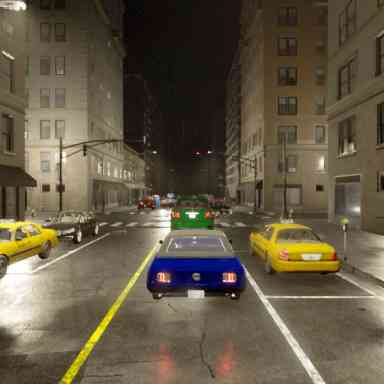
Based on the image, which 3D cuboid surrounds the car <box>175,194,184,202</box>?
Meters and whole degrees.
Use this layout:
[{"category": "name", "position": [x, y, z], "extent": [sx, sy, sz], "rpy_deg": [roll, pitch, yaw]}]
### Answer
[{"category": "car", "position": [-2.924, 1.358, 76.233], "extent": [1.882, 1.535, 5.008], "rpy_deg": [0, 0, 0]}]

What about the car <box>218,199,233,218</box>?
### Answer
[{"category": "car", "position": [1.360, 1.480, 29.843], "extent": [4.902, 1.511, 2.128], "rpy_deg": [0, 1, 37]}]

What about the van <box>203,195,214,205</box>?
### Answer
[{"category": "van", "position": [2.915, 1.363, 58.930], "extent": [1.690, 1.788, 3.998], "rpy_deg": [0, 0, 0]}]

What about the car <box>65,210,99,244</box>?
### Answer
[{"category": "car", "position": [-5.653, 1.552, 15.661], "extent": [2.008, 1.369, 4.403], "rpy_deg": [0, 0, 0]}]

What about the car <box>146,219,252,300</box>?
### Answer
[{"category": "car", "position": [0.091, 1.601, 8.358], "extent": [1.895, 1.301, 4.718], "rpy_deg": [0, 0, 0]}]

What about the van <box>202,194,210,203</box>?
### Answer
[{"category": "van", "position": [2.926, 1.369, 69.933], "extent": [1.690, 1.788, 3.998], "rpy_deg": [0, 0, 0]}]

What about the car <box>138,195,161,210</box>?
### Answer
[{"category": "car", "position": [-5.627, 1.328, 42.435], "extent": [2.192, 1.841, 5.009], "rpy_deg": [0, 0, 0]}]

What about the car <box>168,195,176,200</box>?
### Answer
[{"category": "car", "position": [-5.577, 1.591, 91.947], "extent": [2.008, 1.369, 4.403], "rpy_deg": [0, 0, 0]}]

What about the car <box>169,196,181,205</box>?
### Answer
[{"category": "car", "position": [-3.007, 1.500, 61.079], "extent": [1.882, 1.535, 5.008], "rpy_deg": [0, 0, 0]}]

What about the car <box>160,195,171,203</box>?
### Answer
[{"category": "car", "position": [-5.599, 1.468, 69.942], "extent": [1.967, 1.590, 4.097], "rpy_deg": [0, 0, 0]}]

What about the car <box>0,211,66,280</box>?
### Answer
[{"category": "car", "position": [-5.659, 1.526, 9.966], "extent": [1.752, 1.417, 4.829], "rpy_deg": [0, 0, 0]}]

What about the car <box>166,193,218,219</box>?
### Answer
[{"category": "car", "position": [0.018, 1.224, 18.125], "extent": [2.150, 2.045, 5.566], "rpy_deg": [0, 0, 0]}]

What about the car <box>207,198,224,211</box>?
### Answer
[{"category": "car", "position": [2.899, 1.557, 42.426], "extent": [1.887, 1.381, 4.507], "rpy_deg": [0, 0, 0]}]

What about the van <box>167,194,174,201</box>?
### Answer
[{"category": "van", "position": [-5.583, 1.378, 86.447], "extent": [1.690, 1.788, 3.998], "rpy_deg": [0, 0, 0]}]

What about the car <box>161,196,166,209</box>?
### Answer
[{"category": "car", "position": [-3.054, 1.615, 44.733], "extent": [1.895, 1.301, 4.718], "rpy_deg": [0, 0, 0]}]

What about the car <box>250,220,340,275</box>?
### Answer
[{"category": "car", "position": [2.867, 1.526, 10.296], "extent": [1.752, 1.417, 4.829], "rpy_deg": [0, 0, 0]}]

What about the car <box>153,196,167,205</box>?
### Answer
[{"category": "car", "position": [-5.611, 1.462, 58.939], "extent": [1.967, 1.590, 4.097], "rpy_deg": [0, 0, 0]}]

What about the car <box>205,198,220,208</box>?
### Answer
[{"category": "car", "position": [2.904, 1.582, 47.927], "extent": [1.947, 1.339, 4.313], "rpy_deg": [0, 0, 0]}]
